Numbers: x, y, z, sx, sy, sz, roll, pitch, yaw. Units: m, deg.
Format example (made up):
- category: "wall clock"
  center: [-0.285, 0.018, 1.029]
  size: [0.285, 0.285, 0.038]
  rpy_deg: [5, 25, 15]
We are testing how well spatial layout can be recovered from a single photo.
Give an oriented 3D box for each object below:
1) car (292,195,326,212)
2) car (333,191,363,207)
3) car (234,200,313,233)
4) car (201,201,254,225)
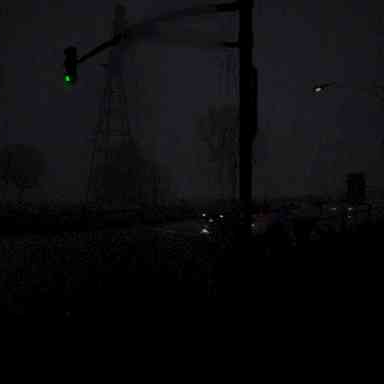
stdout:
- category: "car"
  center: [10.087, 1.007, 29.324]
  size: [1.882, 1.535, 5.008]
  rpy_deg: [1, 2, 44]
- category: "car"
  center: [17.402, 0.672, 36.921]
  size: [2.097, 1.767, 4.553]
  rpy_deg: [1, 2, 44]
- category: "car"
  center: [4.661, 1.387, 18.485]
  size: [1.895, 1.301, 4.718]
  rpy_deg: [1, 2, 44]
- category: "car"
  center: [2.986, 1.281, 21.940]
  size: [2.033, 1.411, 5.357]
  rpy_deg: [1, 2, 44]
